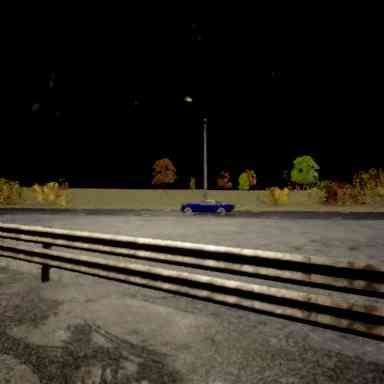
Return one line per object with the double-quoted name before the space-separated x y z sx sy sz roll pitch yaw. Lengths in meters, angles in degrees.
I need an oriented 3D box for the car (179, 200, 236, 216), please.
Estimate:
"car" 1.341 1.331 28.954 4.718 1.301 1.895 0 0 15
